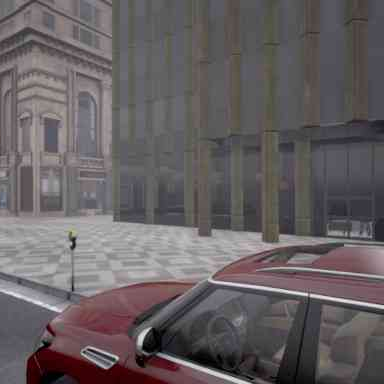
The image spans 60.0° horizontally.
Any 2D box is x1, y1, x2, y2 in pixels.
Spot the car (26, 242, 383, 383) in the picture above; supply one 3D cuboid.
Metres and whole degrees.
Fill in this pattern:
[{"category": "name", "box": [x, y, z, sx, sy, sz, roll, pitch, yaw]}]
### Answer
[{"category": "car", "box": [0.928, 1.315, 2.311, 5.009, 1.841, 2.192, 0, 0, 36]}]
